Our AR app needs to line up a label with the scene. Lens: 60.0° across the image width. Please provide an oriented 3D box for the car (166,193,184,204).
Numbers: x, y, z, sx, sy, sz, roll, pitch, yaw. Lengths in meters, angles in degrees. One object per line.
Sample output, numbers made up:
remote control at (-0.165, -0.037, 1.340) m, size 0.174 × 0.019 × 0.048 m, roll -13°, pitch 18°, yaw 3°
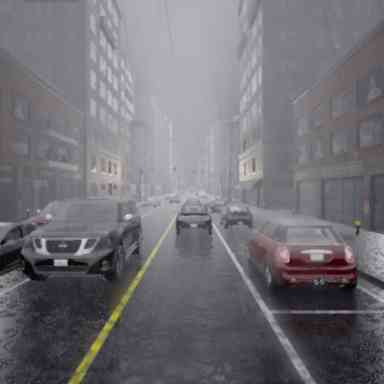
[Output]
car at (-2.743, 1.275, 54.692) m, size 2.033 × 1.411 × 5.357 m, roll 0°, pitch 0°, yaw 0°

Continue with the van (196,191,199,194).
van at (2.653, 0.841, 86.409) m, size 1.690 × 1.788 × 3.998 m, roll 0°, pitch 0°, yaw 0°

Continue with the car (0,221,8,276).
car at (-5.386, 1.514, 8.951) m, size 1.947 × 1.339 × 4.313 m, roll 0°, pitch 0°, yaw 0°

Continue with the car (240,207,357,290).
car at (2.639, 1.389, 8.954) m, size 1.967 × 1.590 × 4.097 m, roll 0°, pitch 0°, yaw 0°

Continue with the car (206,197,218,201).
car at (2.642, 1.386, 31.680) m, size 1.947 × 1.339 × 4.313 m, roll 0°, pitch 0°, yaw 0°

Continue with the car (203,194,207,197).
car at (2.644, 1.280, 43.212) m, size 1.752 × 1.417 × 4.829 m, roll 0°, pitch 0°, yaw 0°

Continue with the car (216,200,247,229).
car at (2.641, 1.436, 20.317) m, size 2.008 × 1.369 × 4.403 m, roll 0°, pitch 0°, yaw 0°

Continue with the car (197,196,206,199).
car at (0.102, 1.368, 34.583) m, size 1.994 × 1.385 × 4.181 m, roll 0°, pitch 0°, yaw 0°

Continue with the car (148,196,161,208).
car at (-5.381, 1.337, 43.042) m, size 1.802 × 1.307 × 4.206 m, roll 0°, pitch 0°, yaw 0°

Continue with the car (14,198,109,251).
car at (-5.385, 1.232, 14.631) m, size 2.192 × 1.841 × 5.009 m, roll 0°, pitch 0°, yaw 0°

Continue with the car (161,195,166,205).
car at (-5.381, 1.273, 48.723) m, size 2.008 × 1.369 × 4.403 m, roll 0°, pitch 0°, yaw 0°

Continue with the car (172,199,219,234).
car at (0.102, 1.388, 18.389) m, size 2.128 × 1.511 × 4.902 m, roll 0°, pitch 0°, yaw 0°

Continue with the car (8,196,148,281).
car at (-2.848, 1.164, 9.982) m, size 2.150 × 2.045 × 5.566 m, roll 0°, pitch 0°, yaw 0°

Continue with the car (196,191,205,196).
car at (2.650, 1.082, 81.004) m, size 2.008 × 1.369 × 4.403 m, roll 0°, pitch 0°, yaw 0°

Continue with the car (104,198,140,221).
car at (-5.384, 1.293, 25.996) m, size 1.967 × 1.590 × 4.097 m, roll 0°, pitch 0°, yaw 0°
